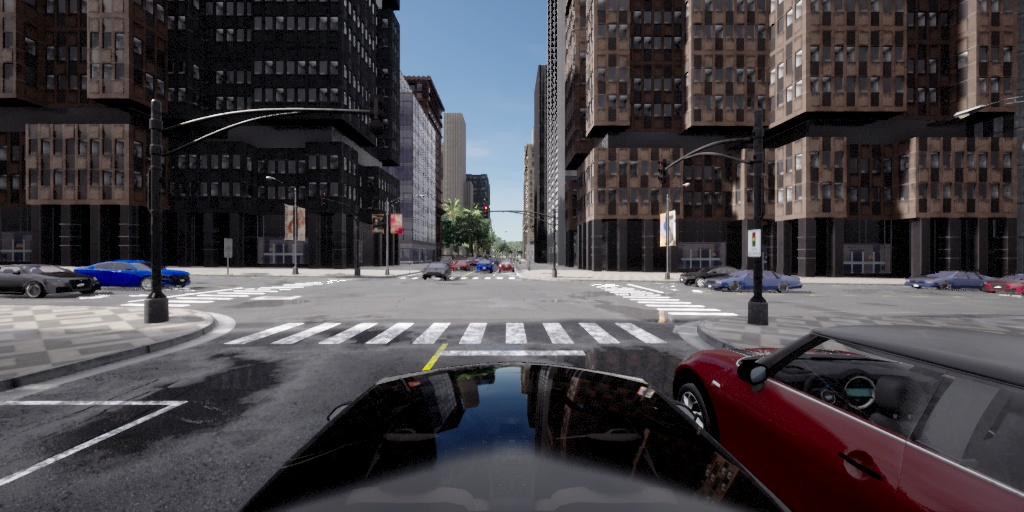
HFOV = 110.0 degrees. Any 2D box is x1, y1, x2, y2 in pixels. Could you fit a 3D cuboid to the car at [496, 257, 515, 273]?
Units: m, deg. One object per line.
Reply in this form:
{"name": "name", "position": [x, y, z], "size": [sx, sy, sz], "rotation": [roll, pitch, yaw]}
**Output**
{"name": "car", "position": [-0.658, 1.197, 43.832], "size": [1.967, 1.591, 4.097], "rotation": [0, 0, 0]}

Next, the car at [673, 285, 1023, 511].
{"name": "car", "position": [2.763, 1.190, 2.445], "size": [1.967, 1.591, 4.097], "rotation": [0, 0, 0]}

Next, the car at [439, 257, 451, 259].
{"name": "car", "position": [-9.225, 1.084, 49.195], "size": [2.192, 1.841, 5.009], "rotation": [0, 0, 0]}

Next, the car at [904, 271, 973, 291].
{"name": "car", "position": [31.874, 1.778, 25.928], "size": [5.357, 1.411, 2.033], "rotation": [1, 0, 0]}

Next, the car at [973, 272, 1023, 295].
{"name": "car", "position": [32.710, 1.810, 22.679], "size": [4.181, 1.385, 1.994], "rotation": [1, 0, 0]}

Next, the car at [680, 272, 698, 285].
{"name": "car", "position": [14.707, 1.459, 25.809], "size": [5.008, 1.535, 1.882], "rotation": [1, 0, -1]}

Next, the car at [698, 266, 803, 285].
{"name": "car", "position": [15.101, 1.538, 22.562], "size": [5.357, 1.411, 2.033], "rotation": [1, 0, 0]}

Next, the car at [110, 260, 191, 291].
{"name": "car", "position": [-19.850, 0.976, 18.864], "size": [5.008, 1.535, 1.882], "rotation": [1, 0, 0]}

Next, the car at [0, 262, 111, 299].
{"name": "car", "position": [-20.784, 1.053, 15.609], "size": [4.181, 1.385, 1.994], "rotation": [1, 0, 0]}

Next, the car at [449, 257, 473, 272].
{"name": "car", "position": [-6.539, 1.241, 46.364], "size": [1.882, 1.535, 5.008], "rotation": [0, 0, 0]}

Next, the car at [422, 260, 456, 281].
{"name": "car", "position": [-6.090, 1.252, 29.465], "size": [2.033, 1.411, 5.357], "rotation": [1, -1, -5]}

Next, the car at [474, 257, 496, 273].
{"name": "car", "position": [-3.310, 1.237, 44.805], "size": [1.882, 1.535, 5.008], "rotation": [0, 0, -1]}
